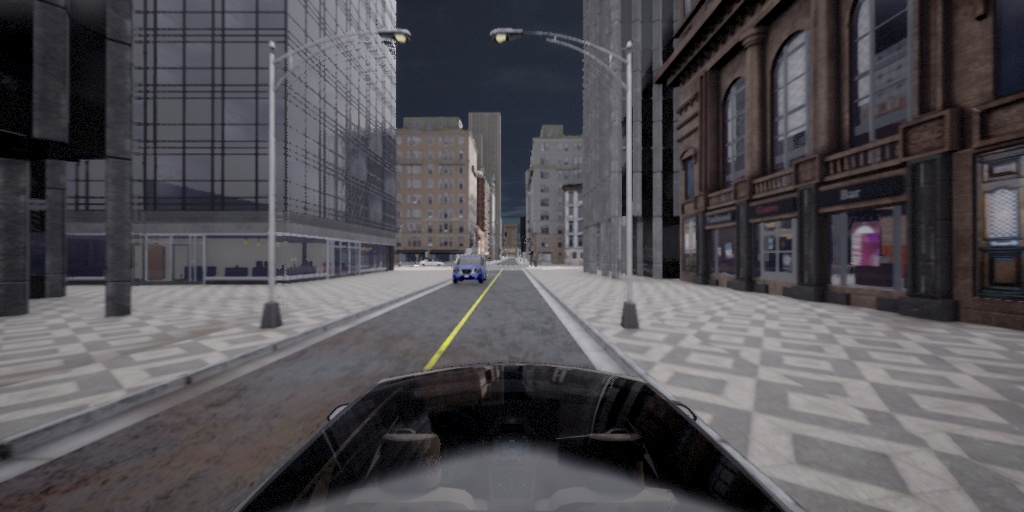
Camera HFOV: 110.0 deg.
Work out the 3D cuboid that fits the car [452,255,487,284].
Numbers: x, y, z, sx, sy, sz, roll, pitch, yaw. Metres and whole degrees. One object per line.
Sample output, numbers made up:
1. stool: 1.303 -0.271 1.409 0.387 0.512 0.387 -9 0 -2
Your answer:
1. car: -3.091 0.987 27.161 2.150 2.045 5.566 0 1 0
